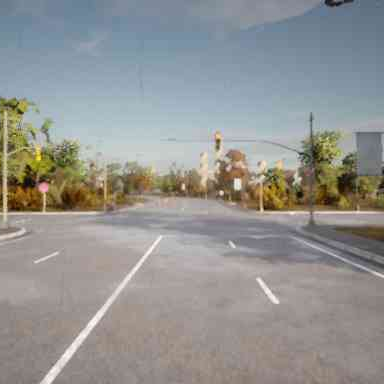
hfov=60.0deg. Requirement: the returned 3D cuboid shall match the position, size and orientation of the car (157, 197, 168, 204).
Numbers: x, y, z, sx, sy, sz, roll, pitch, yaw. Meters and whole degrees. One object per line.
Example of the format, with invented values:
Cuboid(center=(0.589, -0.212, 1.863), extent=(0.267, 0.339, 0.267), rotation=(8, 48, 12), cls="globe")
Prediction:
Cuboid(center=(-6.550, 1.823, 74.326), extent=(2.097, 1.767, 4.553), rotation=(0, 0, 0), cls="car")
